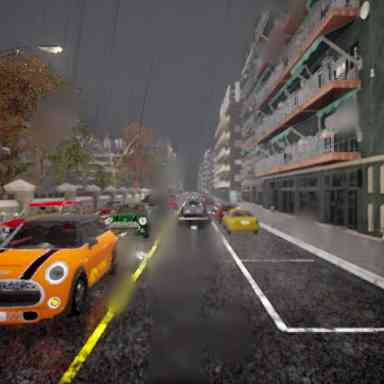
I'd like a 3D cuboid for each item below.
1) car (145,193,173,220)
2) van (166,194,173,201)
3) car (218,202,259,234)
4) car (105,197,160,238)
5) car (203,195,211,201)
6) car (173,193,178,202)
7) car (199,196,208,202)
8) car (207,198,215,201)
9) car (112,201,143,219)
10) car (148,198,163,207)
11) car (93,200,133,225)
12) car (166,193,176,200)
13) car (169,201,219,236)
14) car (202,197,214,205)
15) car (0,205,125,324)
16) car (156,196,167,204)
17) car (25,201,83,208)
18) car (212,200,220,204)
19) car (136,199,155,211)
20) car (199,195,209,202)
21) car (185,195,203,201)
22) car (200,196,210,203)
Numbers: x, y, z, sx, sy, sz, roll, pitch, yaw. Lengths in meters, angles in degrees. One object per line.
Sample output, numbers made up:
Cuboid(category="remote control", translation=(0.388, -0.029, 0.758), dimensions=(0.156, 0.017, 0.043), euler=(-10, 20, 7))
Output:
Cuboid(category="car", translation=(-3.092, 1.211, 28.220), dimensions=(2.150, 2.045, 5.566), euler=(0, 0, -1))
Cuboid(category="van", translation=(-5.719, 1.340, 85.320), dimensions=(1.690, 1.788, 3.998), euler=(0, 0, 0))
Cuboid(category="car", translation=(2.682, 1.517, 19.071), dimensions=(1.752, 1.417, 4.829), euler=(0, 0, 0))
Cuboid(category="car", translation=(-3.095, 1.344, 17.520), dimensions=(2.097, 1.767, 4.553), euler=(0, 0, 0))
Cuboid(category="car", translation=(2.673, 1.534, 52.113), dimensions=(1.887, 1.381, 4.507), euler=(0, 0, 0))
Cuboid(category="car", translation=(-3.016, 1.211, 42.657), dimensions=(2.150, 2.045, 5.566), euler=(0, 0, 0))
Cuboid(category="car", translation=(2.665, 1.563, 79.789), dimensions=(1.947, 1.339, 4.313), euler=(0, 0, 0))
Cuboid(category="car", translation=(2.679, 1.541, 29.972), dimensions=(2.008, 1.369, 4.403), euler=(0, 0, 0))
Cuboid(category="car", translation=(-5.701, 1.534, 29.969), dimensions=(1.887, 1.381, 4.507), euler=(0, 0, 0))
Cuboid(category="car", translation=(-5.707, 1.570, 52.110), dimensions=(1.802, 1.307, 4.206), euler=(0, 0, 0))
Cuboid(category="car", translation=(-5.700, 1.430, 24.434), dimensions=(1.967, 1.590, 4.097), euler=(0, 0, 0))
Cuboid(category="car", translation=(-5.720, 1.316, 90.856), dimensions=(2.192, 1.841, 5.009), euler=(0, 0, 0))
Cuboid(category="car", translation=(0.093, 1.483, 18.359), dimensions=(2.128, 1.511, 4.902), euler=(0, 0, 0))
Cuboid(category="car", translation=(2.671, 1.534, 57.648), dimensions=(1.887, 1.381, 4.507), euler=(0, 0, 0))
Cuboid(category="car", translation=(-3.066, 1.348, 7.432), dimensions=(2.097, 1.767, 4.553), euler=(0, 0, -1))
Cuboid(category="car", translation=(-5.711, 1.516, 63.010), dimensions=(1.752, 1.417, 4.829), euler=(0, 0, 0))
Cuboid(category="car", translation=(-5.697, 1.308, 13.363), dimensions=(2.192, 1.841, 5.009), euler=(0, 0, 0))
Cuboid(category="car", translation=(2.681, 1.535, 24.436), dimensions=(1.887, 1.381, 4.507), euler=(0, 0, 0))
Cuboid(category="car", translation=(-5.705, 1.570, 41.039), dimensions=(1.802, 1.307, 4.206), euler=(0, 0, 0))
Cuboid(category="car", translation=(2.665, 1.435, 74.253), dimensions=(1.967, 1.590, 4.097), euler=(0, 0, 0))
Cuboid(category="car", translation=(0.087, 1.480, 45.250), dimensions=(2.128, 1.511, 4.902), euler=(0, 0, 0))
Cuboid(category="car", translation=(2.668, 1.559, 68.719), dimensions=(1.947, 1.339, 4.313), euler=(0, 0, 0))
